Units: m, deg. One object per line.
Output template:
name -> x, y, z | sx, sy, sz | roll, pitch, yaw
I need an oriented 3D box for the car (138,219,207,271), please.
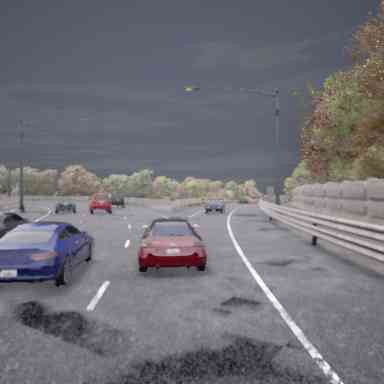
car -> -0.695, 1.566, 10.989 | 1.994, 1.385, 4.181 | 0, 0, -5

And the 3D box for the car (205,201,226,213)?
car -> 2.607, 1.590, 36.164 | 1.895, 1.301, 4.718 | 0, 0, 10

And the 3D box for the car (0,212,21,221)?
car -> -8.095, 1.554, 13.998 | 1.812, 1.442, 4.674 | 0, 0, -8

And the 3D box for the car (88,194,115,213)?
car -> -10.180, 1.256, 36.777 | 2.150, 2.045, 5.566 | 0, 0, -19

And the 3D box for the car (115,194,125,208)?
car -> -11.462, 1.260, 48.741 | 2.150, 2.045, 5.566 | 0, 0, -25

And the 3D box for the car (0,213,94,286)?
car -> -4.023, 1.540, 9.252 | 1.812, 1.442, 4.674 | 0, 0, -5

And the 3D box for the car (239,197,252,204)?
car -> 11.354, 1.897, 72.026 | 1.837, 1.490, 4.892 | 0, -3, 15

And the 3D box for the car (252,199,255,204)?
car -> 13.146, 2.064, 78.696 | 2.097, 1.767, 4.553 | 0, -3, 16

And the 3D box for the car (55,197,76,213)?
car -> -14.337, 1.401, 37.758 | 2.097, 1.767, 4.553 | 0, 0, -21
